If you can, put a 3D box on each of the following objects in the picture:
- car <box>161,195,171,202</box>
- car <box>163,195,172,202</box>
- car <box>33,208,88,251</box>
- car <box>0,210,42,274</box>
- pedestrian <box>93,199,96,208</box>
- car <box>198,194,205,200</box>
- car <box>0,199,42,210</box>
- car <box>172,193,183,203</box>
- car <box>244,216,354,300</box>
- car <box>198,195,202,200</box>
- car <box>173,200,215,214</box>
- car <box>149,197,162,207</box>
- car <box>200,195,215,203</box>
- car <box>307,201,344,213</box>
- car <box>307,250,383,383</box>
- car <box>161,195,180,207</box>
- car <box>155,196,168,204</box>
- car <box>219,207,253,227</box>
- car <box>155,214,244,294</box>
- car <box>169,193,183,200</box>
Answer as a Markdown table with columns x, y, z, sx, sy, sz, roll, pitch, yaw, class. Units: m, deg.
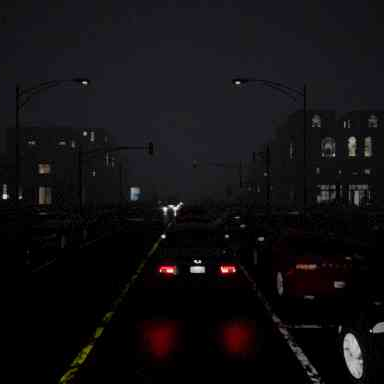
| x | y | z | sx | sy | sz | roll | pitch | yaw | class |
| --- | --- | --- | --- | --- | --- | --- | --- | --- | --- |
| -5.788 | 1.452 | 74.116 | 1.967 | 1.590 | 4.097 | 0 | 0 | 0 | car |
| -5.796 | 1.539 | 79.469 | 1.752 | 1.417 | 4.829 | 0 | 0 | 0 | car |
| -5.706 | 1.552 | 13.951 | 2.008 | 1.369 | 4.403 | 0 | 0 | 0 | car |
| -5.698 | 1.441 | 8.258 | 1.967 | 1.590 | 4.097 | 0 | 0 | 0 | car |
| -12.612 | 1.415 | 43.151 | 0.375 | 1.300 | 0.375 | 0 | -1 | 1 | pedestrian |
| 2.570 | 1.458 | 90.680 | 1.967 | 1.590 | 4.097 | 0 | 0 | 0 | car |
| -18.419 | 1.468 | 34.497 | 5.357 | 1.411 | 2.033 | 0 | 0 | 1 | car |
| -3.100 | 1.236 | 72.077 | 2.150 | 2.045 | 5.566 | 0 | 0 | 0 | car |
| 2.682 | 1.546 | 8.253 | 1.887 | 1.381 | 4.507 | 0 | 0 | 0 | car |
| 2.607 | 1.590 | 63.069 | 1.802 | 1.307 | 4.206 | 0 | 0 | 0 | car |
| 0.073 | 1.480 | 19.399 | 1.882 | 1.535 | 5.008 | 0 | 0 | 0 | car |
| -5.758 | 1.588 | 52.029 | 1.802 | 1.307 | 4.206 | 0 | 0 | 0 | car |
| 2.622 | 1.572 | 52.027 | 1.947 | 1.339 | 4.313 | 0 | 0 | 0 | car |
| 14.759 | 1.653 | 37.230 | 4.181 | 1.385 | 1.994 | 0 | 0 | 1 | car |
| 2.690 | 1.551 | 2.561 | 2.008 | 1.369 | 4.403 | 0 | 0 | 0 | car |
| -3.179 | 1.532 | 51.070 | 1.812 | 1.442 | 4.674 | 0 | 0 | 1 | car |
| -5.774 | 1.559 | 63.072 | 2.008 | 1.369 | 4.403 | 0 | 0 | 0 | car |
| 2.667 | 1.553 | 19.637 | 2.008 | 1.369 | 4.403 | 0 | 0 | 0 | car |
| 0.092 | 1.548 | 8.934 | 2.033 | 1.411 | 5.357 | 0 | 0 | 0 | car |
| -3.151 | 1.500 | 61.422 | 2.128 | 1.511 | 4.902 | 0 | 0 | 0 | car |
